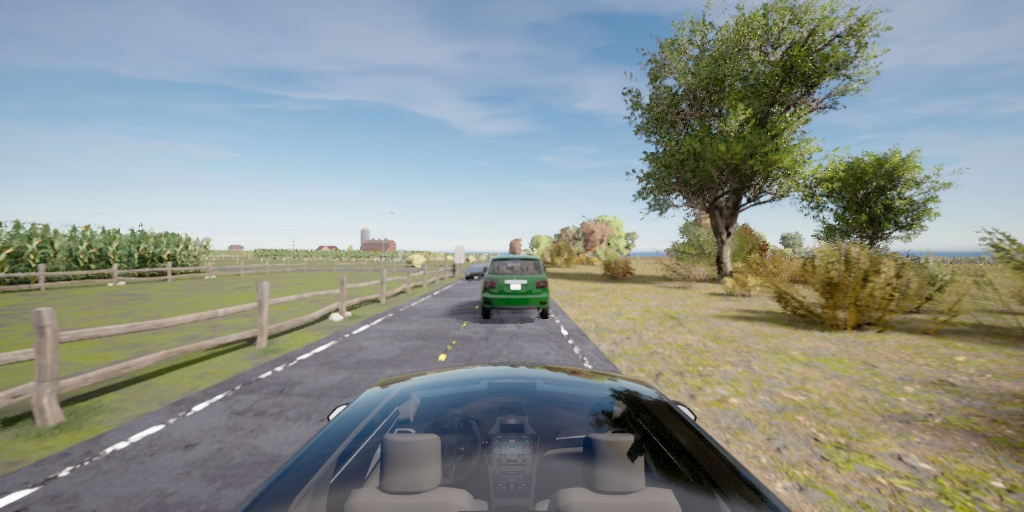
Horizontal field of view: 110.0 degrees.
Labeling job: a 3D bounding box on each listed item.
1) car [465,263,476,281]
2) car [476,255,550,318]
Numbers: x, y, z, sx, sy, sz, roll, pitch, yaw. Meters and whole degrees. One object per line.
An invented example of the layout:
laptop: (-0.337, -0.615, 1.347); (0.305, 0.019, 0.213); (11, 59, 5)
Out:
car: (-2.788, 1.316, 30.589); (2.033, 1.411, 5.357); (0, 0, 0)
car: (0.110, 0.979, 13.105); (2.150, 2.045, 5.566); (0, 0, 0)
